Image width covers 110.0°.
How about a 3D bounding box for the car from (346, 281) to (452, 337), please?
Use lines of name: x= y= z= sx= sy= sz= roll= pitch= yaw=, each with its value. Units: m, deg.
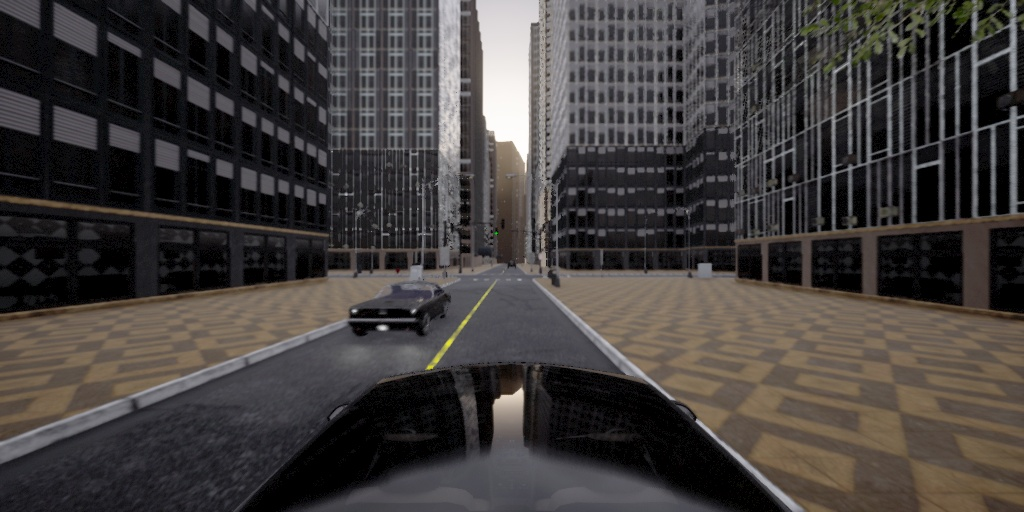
car: x=-3.104 y=1.457 z=10.841 sx=1.895 sy=1.301 sz=4.718 roll=0 pitch=-1 yaw=0
